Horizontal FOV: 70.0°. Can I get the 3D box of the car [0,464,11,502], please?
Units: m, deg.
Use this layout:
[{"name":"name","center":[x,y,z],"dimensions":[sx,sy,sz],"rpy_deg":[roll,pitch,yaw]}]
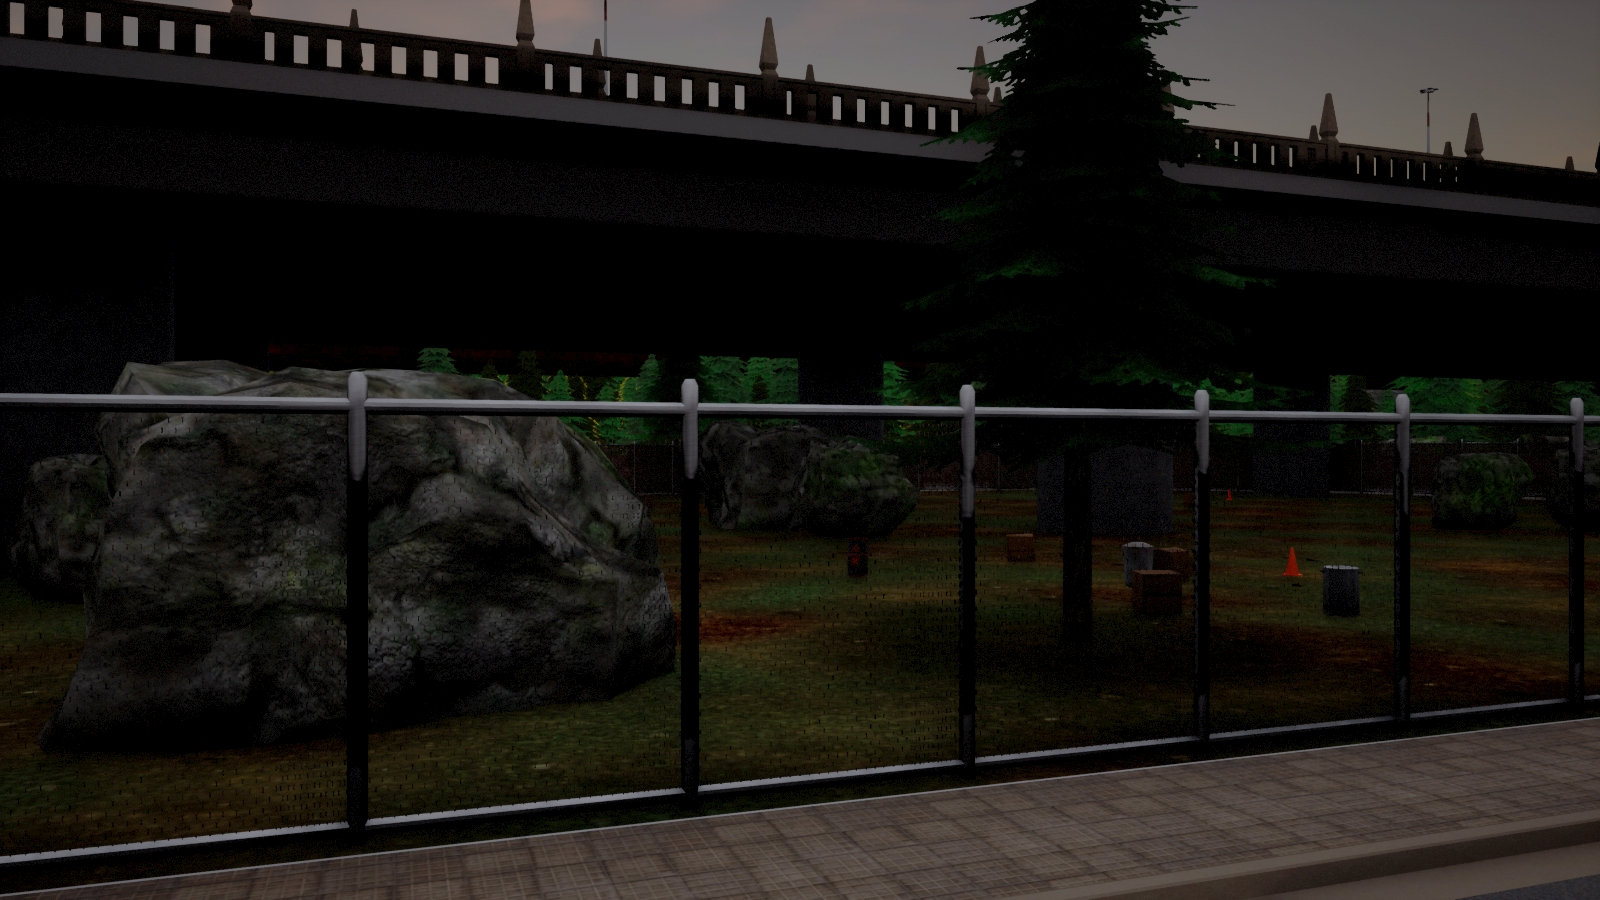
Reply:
[{"name":"car","center":[-43.633,1.779,60.094],"dimensions":[2.150,2.045,5.566],"rpy_deg":[0,0,-19]}]
